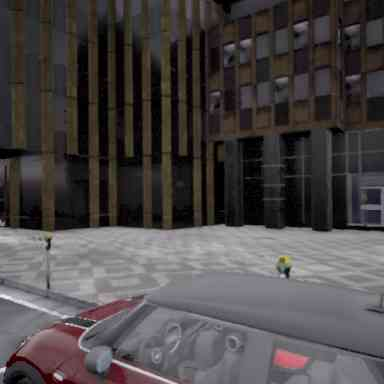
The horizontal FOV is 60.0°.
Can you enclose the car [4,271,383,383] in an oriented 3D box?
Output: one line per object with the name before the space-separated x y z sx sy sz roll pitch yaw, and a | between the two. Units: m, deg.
car | 0.145 1.460 2.858 4.097 1.590 1.967 -1 0 35
